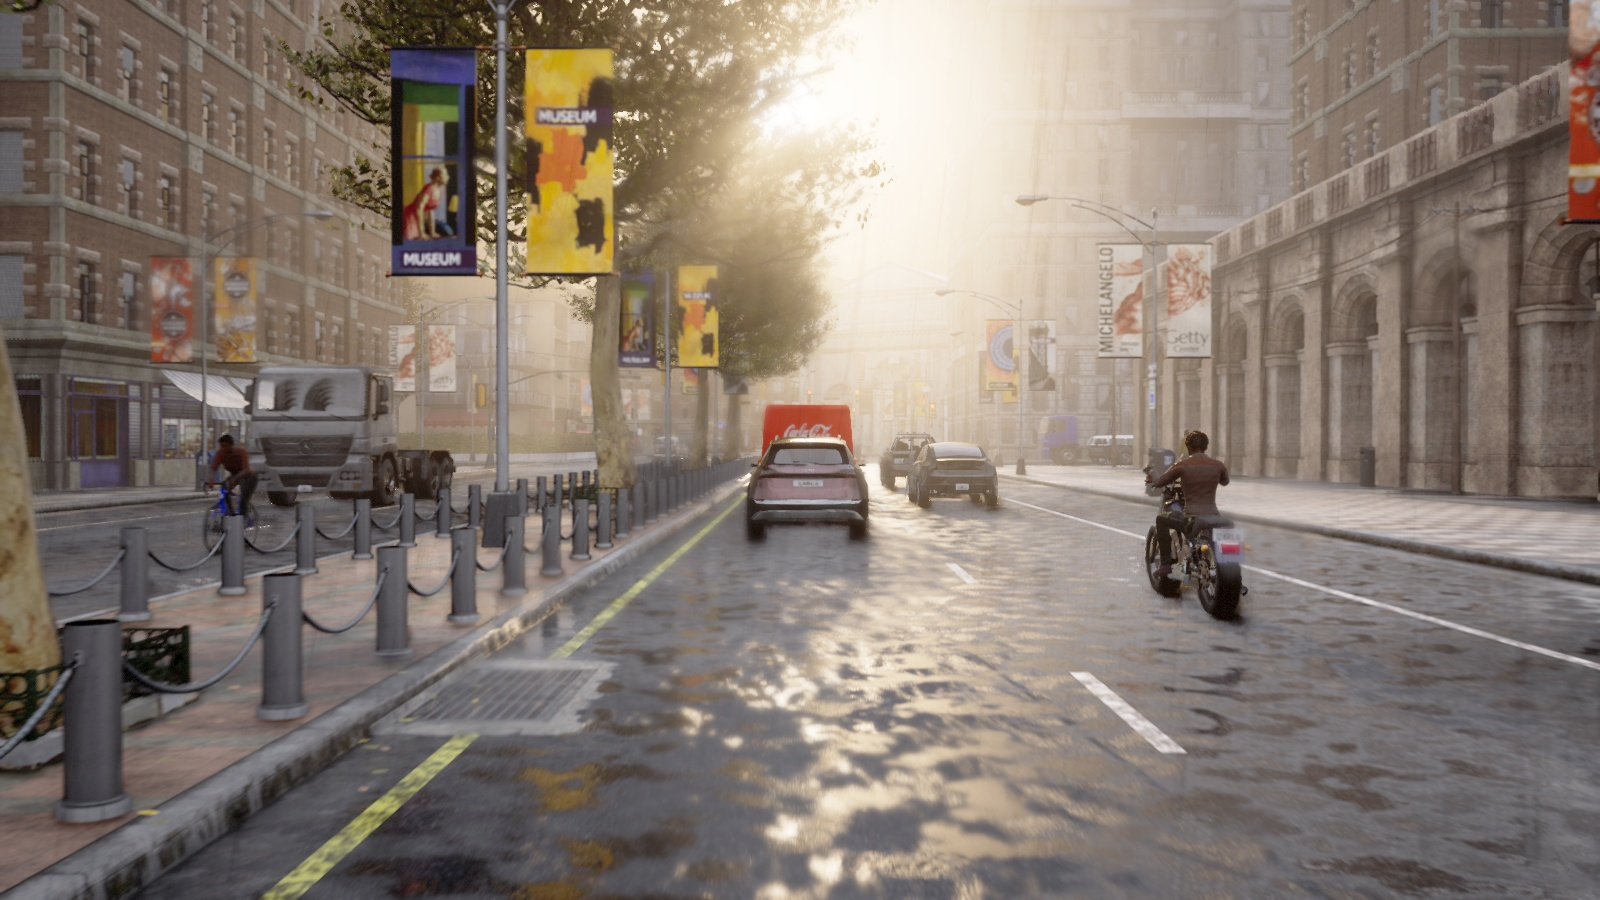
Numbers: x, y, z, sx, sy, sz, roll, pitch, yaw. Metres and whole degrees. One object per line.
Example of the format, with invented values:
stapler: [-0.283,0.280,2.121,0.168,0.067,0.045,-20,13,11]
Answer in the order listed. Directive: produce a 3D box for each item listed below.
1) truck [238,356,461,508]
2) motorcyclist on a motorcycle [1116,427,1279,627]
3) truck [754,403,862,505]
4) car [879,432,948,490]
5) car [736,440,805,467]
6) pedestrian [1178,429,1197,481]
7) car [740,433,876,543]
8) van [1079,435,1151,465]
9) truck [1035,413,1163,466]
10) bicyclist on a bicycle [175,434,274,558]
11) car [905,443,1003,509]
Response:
truck: [-11.319,-0.428,32.535,2.891,3.462,7.936,0,0,0]
motorcyclist on a motorcycle: [3.581,0.635,11.558,0.766,1.649,2.350,0,0,0]
truck: [0.203,0.074,33.047,2.627,2.467,5.204,0,0,0]
car: [3.756,0.328,42.264,1.932,1.855,4.605,0,0,0]
car: [-1.841,0.201,78.475,3.988,1.617,1.851,0,0,-35]
pedestrian: [13.815,0.162,44.796,0.431,1.840,0.709,0,0,0]
car: [0.136,0.557,21.201,2.033,1.649,4.856,0,0,0]
van: [22.024,-0.004,87.844,4.480,2.038,2.069,0,0,0]
truck: [19.996,-0.694,84.332,7.936,3.462,2.891,0,0,0]
bicyclist on a bicycle: [-7.886,0.596,17.277,0.582,1.620,1.656,0,1,0]
car: [3.691,0.580,30.903,1.837,1.490,4.892,0,0,0]
